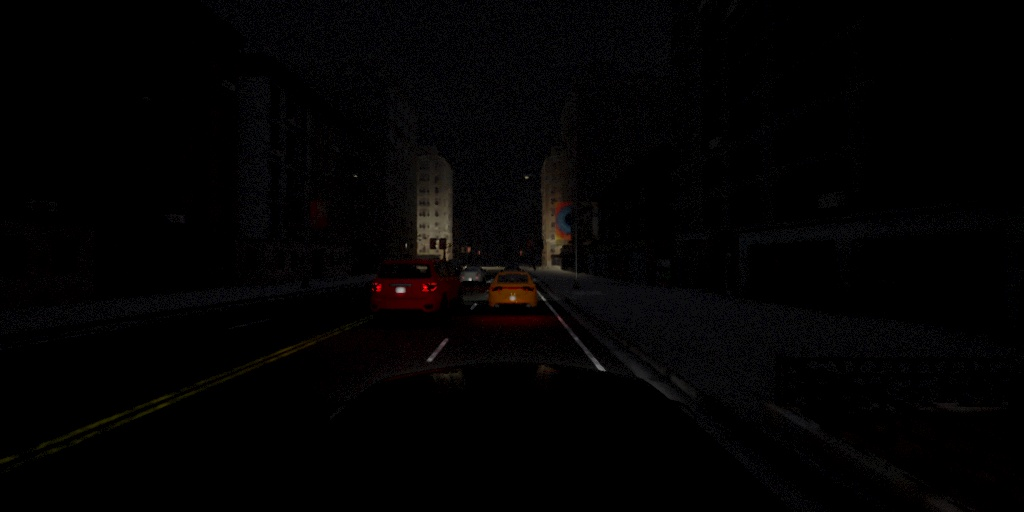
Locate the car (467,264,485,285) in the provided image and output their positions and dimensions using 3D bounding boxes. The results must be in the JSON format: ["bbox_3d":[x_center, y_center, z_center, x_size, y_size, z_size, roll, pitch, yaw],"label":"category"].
[{"bbox_3d":[-3.208,1.614,29.918,1.812,1.442,4.674,0,0,0],"label":"car"}]

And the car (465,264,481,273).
[{"bbox_3d":[-6.550,2.007,60.412,2.033,1.411,5.357,0,-1,1],"label":"car"}]

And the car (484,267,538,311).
[{"bbox_3d":[0.051,1.391,15.413,1.882,1.535,5.008,0,0,1],"label":"car"}]

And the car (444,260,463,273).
[{"bbox_3d":[-9.803,1.679,60.323,2.150,2.045,5.566,0,-1,1],"label":"car"}]

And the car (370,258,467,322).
[{"bbox_3d":[-3.217,1.108,13.114,2.150,2.045,5.566,0,0,0],"label":"car"}]
